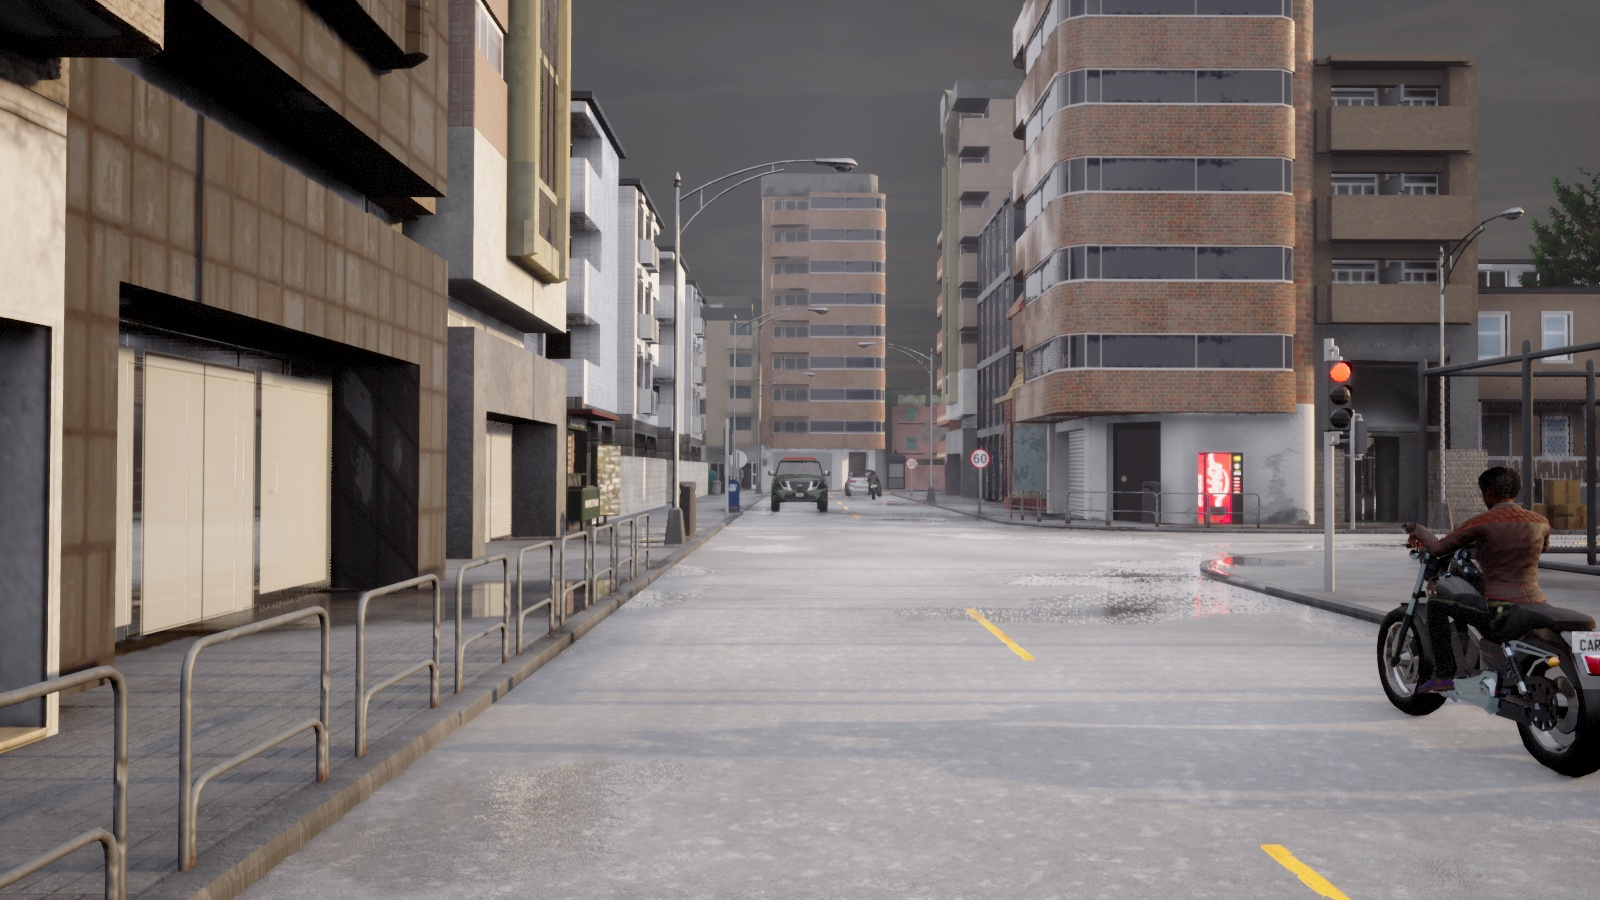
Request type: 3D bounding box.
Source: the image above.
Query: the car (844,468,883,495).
[{"bbox_3d":[3.996,1.980,79.830,2.242,1.667,4.611,0,-1,0],"label":"car"}]

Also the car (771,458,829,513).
[{"bbox_3d":[-0.029,1.368,49.796,2.150,2.045,5.566,0,-1,-1],"label":"car"}]

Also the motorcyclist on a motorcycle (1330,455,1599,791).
[{"bbox_3d":[3.999,0.872,7.367,0.766,1.649,2.350,0,-1,0],"label":"motorcyclist on a motorcycle"}]
